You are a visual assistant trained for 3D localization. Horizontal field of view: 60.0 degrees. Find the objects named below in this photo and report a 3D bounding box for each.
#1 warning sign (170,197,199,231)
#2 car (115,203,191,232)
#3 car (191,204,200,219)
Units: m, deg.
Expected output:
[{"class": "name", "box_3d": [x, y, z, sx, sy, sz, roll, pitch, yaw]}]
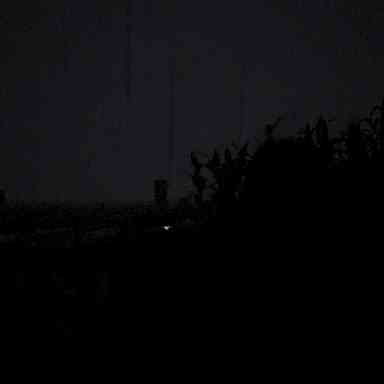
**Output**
[{"class": "warning sign", "box_3d": [-0.429, 1.215, 19.357, 1.300, 1.860, 1.060, 1, 1, 35]}, {"class": "car", "box_3d": [-2.515, 1.566, 20.537, 2.128, 1.511, 4.902, 1, 0, 35]}, {"class": "car", "box_3d": [-0.998, 1.620, 27.778, 2.033, 1.411, 5.357, 1, 0, 35]}]
